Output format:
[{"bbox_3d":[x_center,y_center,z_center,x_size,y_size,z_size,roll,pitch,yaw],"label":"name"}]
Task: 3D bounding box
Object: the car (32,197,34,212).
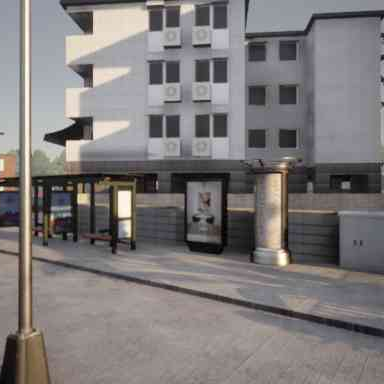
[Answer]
[{"bbox_3d":[-16.839,1.347,34.225,2.097,1.767,4.553,0,0,36],"label":"car"}]
